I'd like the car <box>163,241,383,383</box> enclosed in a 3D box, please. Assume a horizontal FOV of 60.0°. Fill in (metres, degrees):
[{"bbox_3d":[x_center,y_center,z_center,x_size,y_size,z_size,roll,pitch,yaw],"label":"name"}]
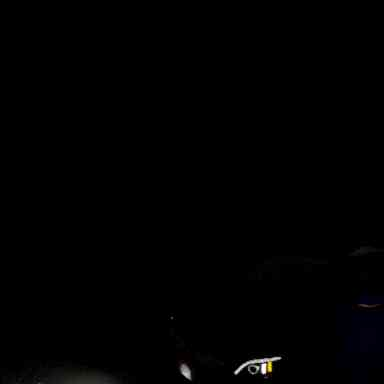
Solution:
[{"bbox_3d":[1.833,1.494,4.657,4.674,1.442,1.812,0,0,-36],"label":"car"}]
